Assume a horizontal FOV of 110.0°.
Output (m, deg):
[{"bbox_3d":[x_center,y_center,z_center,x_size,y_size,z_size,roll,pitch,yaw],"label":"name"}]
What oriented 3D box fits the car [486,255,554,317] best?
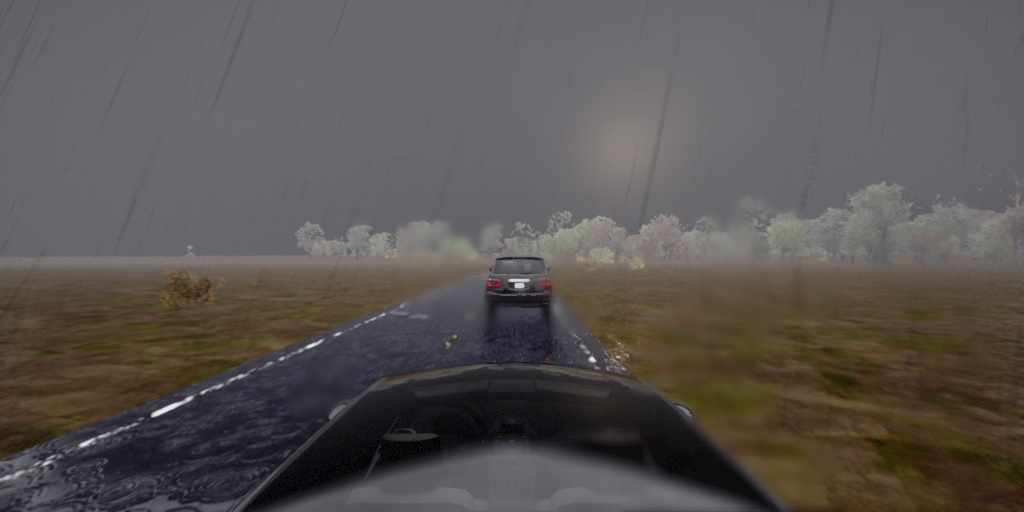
[{"bbox_3d":[0.302,0.971,13.272,2.150,2.045,5.566,0,0,2],"label":"car"}]
